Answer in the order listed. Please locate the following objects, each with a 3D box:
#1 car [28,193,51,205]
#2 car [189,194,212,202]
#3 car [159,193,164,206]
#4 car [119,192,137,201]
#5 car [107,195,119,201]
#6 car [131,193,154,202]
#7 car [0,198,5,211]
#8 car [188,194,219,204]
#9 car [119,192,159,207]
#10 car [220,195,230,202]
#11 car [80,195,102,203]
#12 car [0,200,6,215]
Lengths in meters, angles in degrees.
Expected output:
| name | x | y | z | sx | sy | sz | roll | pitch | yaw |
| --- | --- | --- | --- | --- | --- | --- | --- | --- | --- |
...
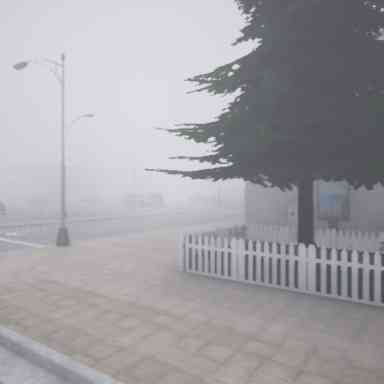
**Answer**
| name | x | y | z | sx | sy | sz | roll | pitch | yaw |
| --- | --- | --- | --- | --- | --- | --- | --- | --- | --- |
| car | -24.304 | 1.283 | 52.606 | 3.633 | 1.501 | 1.845 | 0 | 0 | 36 |
| car | 1.685 | 1.271 | 70.050 | 4.514 | 1.523 | 2.007 | 0 | 0 | 36 |
| car | -5.801 | 1.055 | 47.212 | 3.866 | 1.878 | 1.905 | 0 | 0 | 36 |
| car | -14.926 | 1.036 | 77.606 | 3.866 | 1.878 | 1.905 | 0 | 0 | 36 |
| car | -17.376 | 1.320 | 75.276 | 3.806 | 1.475 | 1.970 | 0 | 0 | 36 |
| car | -10.494 | 1.063 | 70.322 | 4.605 | 1.855 | 1.932 | 0 | 0 | 36 |
| car | -22.464 | 1.355 | 36.442 | 3.806 | 1.475 | 1.970 | 0 | 0 | 36 |
| car | 1.721 | 1.132 | 57.562 | 5.027 | 1.636 | 2.152 | 0 | 0 | 36 |
| car | -7.176 | 1.075 | 44.620 | 4.605 | 1.855 | 1.932 | 0 | 0 | 36 |
| car | 5.233 | 1.211 | 62.943 | 3.806 | 1.475 | 1.970 | 0 | 0 | 36 |
| car | -18.394 | 1.262 | 60.664 | 4.514 | 1.523 | 2.007 | 0 | 0 | 36 |
| car | -18.214 | 1.350 | 29.668 | 3.633 | 1.501 | 1.845 | 0 | 0 | 36 |
